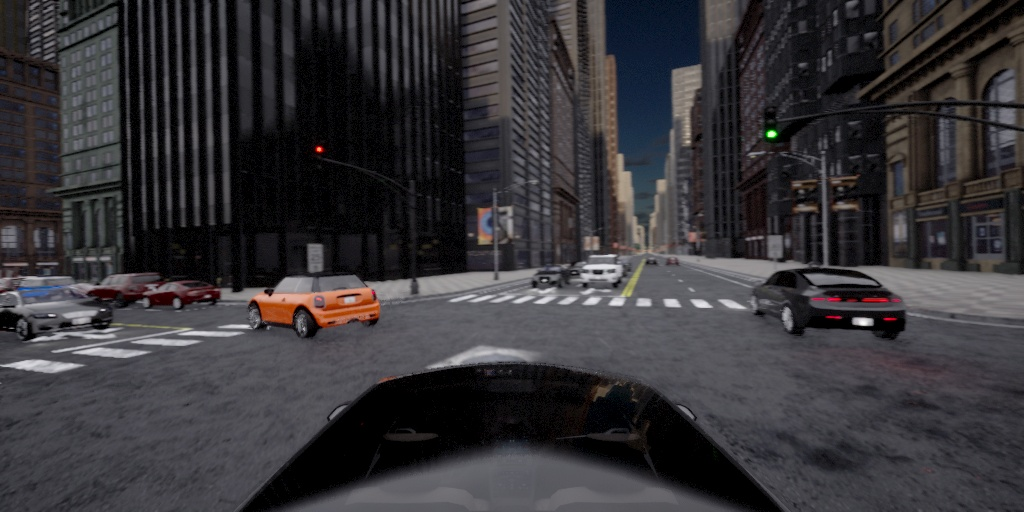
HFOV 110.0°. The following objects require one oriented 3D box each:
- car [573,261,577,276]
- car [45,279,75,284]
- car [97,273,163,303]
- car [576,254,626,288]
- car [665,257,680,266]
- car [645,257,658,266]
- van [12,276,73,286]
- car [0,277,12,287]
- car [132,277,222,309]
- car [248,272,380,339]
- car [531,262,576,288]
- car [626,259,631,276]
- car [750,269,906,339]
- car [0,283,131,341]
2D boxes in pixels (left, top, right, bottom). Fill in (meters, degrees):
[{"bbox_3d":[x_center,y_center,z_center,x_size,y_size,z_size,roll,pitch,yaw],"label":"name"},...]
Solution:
[{"bbox_3d":[6.293,1.209,33.611,1.837,1.490,4.892,-1,0,21],"label":"car"},{"bbox_3d":[-27.189,2.398,22.846,4.207,1.307,1.802,0,0,21],"label":"car"},{"bbox_3d":[-22.438,1.957,21.034,5.009,1.841,2.192,0,0,21],"label":"car"},{"bbox_3d":[6.036,0.908,23.762,2.150,2.045,5.566,-1,0,21],"label":"car"},{"bbox_3d":[26.388,0.837,58.980,1.812,1.442,4.674,-1,0,21],"label":"car"},{"bbox_3d":[23.256,0.858,59.890,1.882,1.535,5.008,-1,0,21],"label":"car"},{"bbox_3d":[-31.939,2.331,24.658,3.998,1.789,1.690,0,0,21],"label":"van"},{"bbox_3d":[-36.690,2.478,26.471,5.009,1.841,2.192,0,0,21],"label":"car"},{"bbox_3d":[-17.687,2.013,19.221,4.507,1.381,1.888,0,0,21],"label":"car"},{"bbox_3d":[-6.153,1.296,10.977,4.553,1.767,2.097,-3,0,35],"label":"car"},{"bbox_3d":[2.708,1.322,24.127,1.994,1.385,4.181,-1,0,21],"label":"car"},{"bbox_3d":[9.579,1.197,33.084,1.994,1.385,4.181,-1,0,22],"label":"car"},{"bbox_3d":[7.736,1.059,9.311,1.837,1.490,4.892,-1,-1,21],"label":"car"},{"bbox_3d":[-15.868,1.867,12.224,4.902,1.511,2.128,-2,0,22],"label":"car"}]
